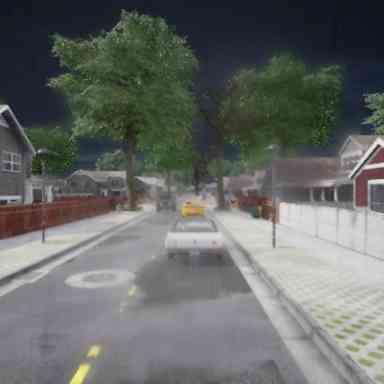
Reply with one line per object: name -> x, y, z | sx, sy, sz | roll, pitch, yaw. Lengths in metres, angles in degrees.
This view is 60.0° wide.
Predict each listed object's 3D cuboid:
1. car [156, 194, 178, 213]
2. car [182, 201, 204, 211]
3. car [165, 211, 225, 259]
car -> -2.820, 1.281, 38.256 | 2.150, 2.045, 5.566 | 0, 0, 0
car -> 0.113, 1.524, 30.604 | 1.882, 1.535, 5.008 | 0, 0, 0
car -> 0.100, 1.618, 12.594 | 1.895, 1.301, 4.718 | 0, 0, 0
